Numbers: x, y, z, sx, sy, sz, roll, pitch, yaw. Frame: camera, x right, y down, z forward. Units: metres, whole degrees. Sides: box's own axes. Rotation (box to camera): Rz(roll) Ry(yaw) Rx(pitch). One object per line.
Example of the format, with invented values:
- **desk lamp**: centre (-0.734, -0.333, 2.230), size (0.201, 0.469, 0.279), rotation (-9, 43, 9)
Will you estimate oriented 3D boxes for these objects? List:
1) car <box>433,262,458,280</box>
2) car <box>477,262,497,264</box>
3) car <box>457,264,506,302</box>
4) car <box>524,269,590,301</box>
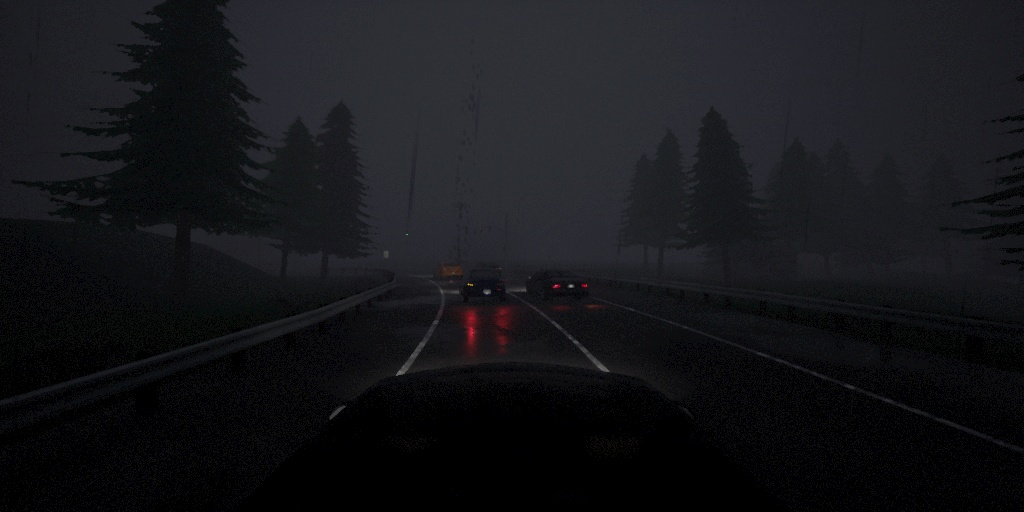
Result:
- **car**: centre (-5.675, 1.234, 31.487), size (1.882, 1.535, 5.008), rotation (0, 0, -21)
- **car**: centre (-2.417, 1.265, 32.766), size (1.837, 1.490, 4.892), rotation (0, 0, -21)
- **car**: centre (-1.435, 1.282, 16.782), size (1.812, 1.442, 4.674), rotation (0, 0, -11)
- **car**: centre (2.004, 1.312, 17.433), size (2.033, 1.411, 5.357), rotation (0, 0, -11)
